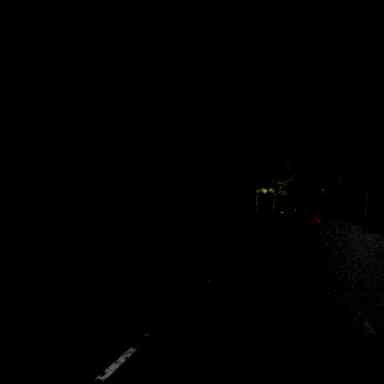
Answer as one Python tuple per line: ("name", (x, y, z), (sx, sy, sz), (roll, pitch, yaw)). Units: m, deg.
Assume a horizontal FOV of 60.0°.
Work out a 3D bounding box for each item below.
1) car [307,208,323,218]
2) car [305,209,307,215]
("car", (19.833, 3.352, 53.146), (1.837, 1.490, 4.892), (2, -1, 17))
("car", (24.843, 4.069, 69.605), (1.882, 1.535, 5.008), (2, -2, 17))
